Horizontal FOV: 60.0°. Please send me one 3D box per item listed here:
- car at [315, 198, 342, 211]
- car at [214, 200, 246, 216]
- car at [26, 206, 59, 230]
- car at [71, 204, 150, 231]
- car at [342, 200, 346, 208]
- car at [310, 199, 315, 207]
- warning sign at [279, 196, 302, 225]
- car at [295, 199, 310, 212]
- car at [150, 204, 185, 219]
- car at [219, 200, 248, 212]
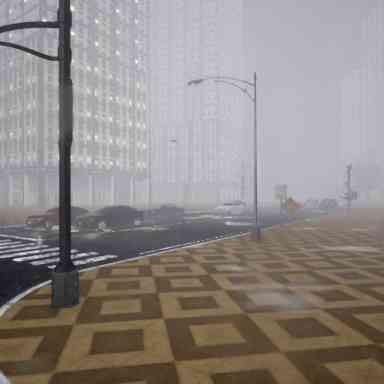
[{"bbox_3d":[19.263,1.663,46.740,2.097,1.767,4.553,0,0,32],"label":"car"},{"bbox_3d":[4.145,1.761,35.866,1.812,1.442,4.674,0,-1,34],"label":"car"},{"bbox_3d":[-8.802,1.659,22.635,1.812,1.442,4.674,0,-1,34],"label":"car"},{"bbox_3d":[-5.310,1.606,21.992,1.882,1.535,5.008,0,0,34],"label":"car"},{"bbox_3d":[24.421,1.966,55.223,1.895,1.301,4.718,0,0,30],"label":"car"},{"bbox_3d":[19.101,1.831,52.762,1.882,1.535,5.008,0,0,31],"label":"car"},{"bbox_3d":[6.804,1.251,22.965,1.300,1.860,1.060,0,0,34],"label":"warning sign"},{"bbox_3d":[13.880,1.898,44.366,1.895,1.301,4.718,0,-1,33],"label":"car"},{"bbox_3d":[-2.780,1.804,31.462,1.895,1.301,4.718,0,-1,34],"label":"car"},{"bbox_3d":[5.515,1.800,43.700,1.837,1.490,4.892,0,0,34],"label":"car"}]
